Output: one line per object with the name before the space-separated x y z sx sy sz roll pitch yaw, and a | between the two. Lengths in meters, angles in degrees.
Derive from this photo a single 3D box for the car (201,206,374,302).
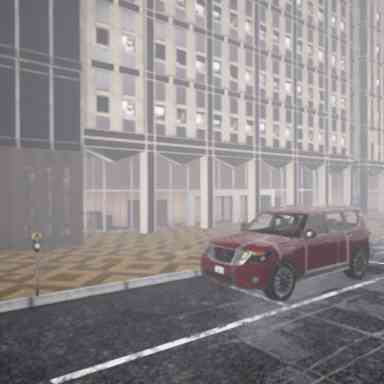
car | 2.621 1.302 8.437 5.009 1.841 2.192 0 0 -36
